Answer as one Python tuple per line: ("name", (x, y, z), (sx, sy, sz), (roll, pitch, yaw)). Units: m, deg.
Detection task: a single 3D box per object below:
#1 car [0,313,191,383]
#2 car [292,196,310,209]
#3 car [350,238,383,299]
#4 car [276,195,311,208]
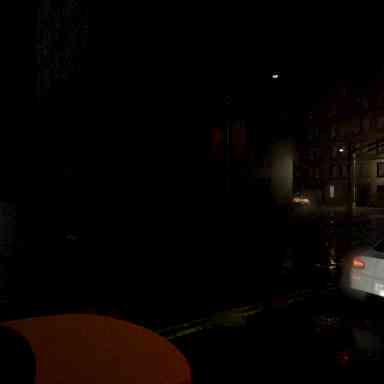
("car", (-2.264, 1.477, 1.828), (5.008, 1.535, 1.882), (0, 0, -35))
("car", (13.414, 1.546, 45.011), (1.895, 1.301, 4.718), (1, 0, -36))
("car", (5.238, 1.529, 7.173), (4.674, 1.442, 1.812), (0, 0, -35))
("car", (14.817, 1.331, 48.642), (2.097, 1.767, 4.553), (1, 0, -36))
